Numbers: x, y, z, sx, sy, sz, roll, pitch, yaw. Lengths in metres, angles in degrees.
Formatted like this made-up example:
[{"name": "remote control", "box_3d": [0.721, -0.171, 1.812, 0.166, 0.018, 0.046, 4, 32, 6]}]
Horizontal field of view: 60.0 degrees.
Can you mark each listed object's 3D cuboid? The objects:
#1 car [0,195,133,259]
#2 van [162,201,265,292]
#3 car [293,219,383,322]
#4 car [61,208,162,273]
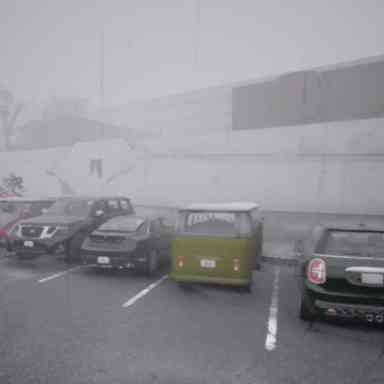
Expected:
[{"name": "car", "box_3d": [-3.976, 1.180, 12.293, 2.435, 2.045, 5.566, 1, 0, 15]}, {"name": "van", "box_3d": [0.911, 1.241, 8.970, 1.878, 1.987, 4.442, 0, -1, 15]}, {"name": "car", "box_3d": [3.301, 1.356, 7.095, 2.185, 1.767, 4.553, 0, -1, 15]}, {"name": "car", "box_3d": [-1.551, 1.449, 10.582, 2.231, 1.521, 4.892, 0, -1, 15]}]
